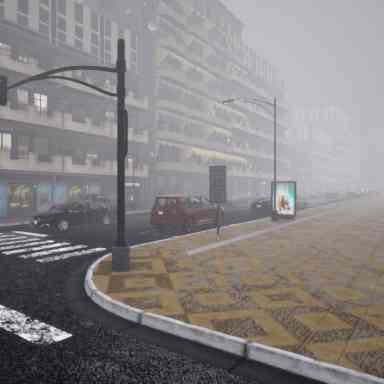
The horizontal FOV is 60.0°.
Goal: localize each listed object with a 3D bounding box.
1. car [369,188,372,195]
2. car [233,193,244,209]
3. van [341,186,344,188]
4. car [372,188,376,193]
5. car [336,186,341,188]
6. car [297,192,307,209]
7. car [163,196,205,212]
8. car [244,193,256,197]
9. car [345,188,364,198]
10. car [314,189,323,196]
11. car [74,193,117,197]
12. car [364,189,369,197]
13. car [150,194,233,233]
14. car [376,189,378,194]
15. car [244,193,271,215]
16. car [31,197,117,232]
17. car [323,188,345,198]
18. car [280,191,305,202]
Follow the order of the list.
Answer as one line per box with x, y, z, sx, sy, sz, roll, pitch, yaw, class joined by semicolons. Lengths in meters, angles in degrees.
34.853;0.095;67.706;1.887;1.381;4.507;1;2;35;car
2.656;0.945;31.784;2.128;1.511;4.902;0;1;35;car
37.479;-0.446;86.076;1.690;1.788;3.998;2;2;35;van
38.032;-0.012;72.252;1.887;1.381;4.507;1;2;35;car
34.300;-0.240;81.534;1.967;1.590;4.097;2;2;35;car
9.421;0.965;31.340;1.947;1.339;4.313;1;2;35;car
-0.662;1.069;31.545;1.802;1.307;4.206;2;2;35;car
5.695;0.829;40.634;2.008;1.369;4.403;2;2;35;car
28.495;0.308;58.615;1.887;1.381;4.507;1;2;35;car
27.943;-0.025;72.444;1.967;1.590;4.097;2;2;35;car
-7.017;1.010;22.448;2.192;1.841;5.009;1;2;35;car
31.674;0.098;63.157;1.967;1.590;4.097;1;2;35;car
-0.115;1.026;17.696;2.192;1.841;5.009;1;2;35;car
44.389;-0.221;81.344;2.008;1.369;4.403;1;2;35;car
6.242;1.069;26.794;1.947;1.339;4.313;1;2;35;car
-6.488;1.256;18.718;1.837;1.490;4.892;0;1;35;car
24.644;0.380;57.655;1.994;1.385;4.181;0;1;35;car
14.899;0.597;49.134;2.033;1.411;5.357;0;1;35;car
